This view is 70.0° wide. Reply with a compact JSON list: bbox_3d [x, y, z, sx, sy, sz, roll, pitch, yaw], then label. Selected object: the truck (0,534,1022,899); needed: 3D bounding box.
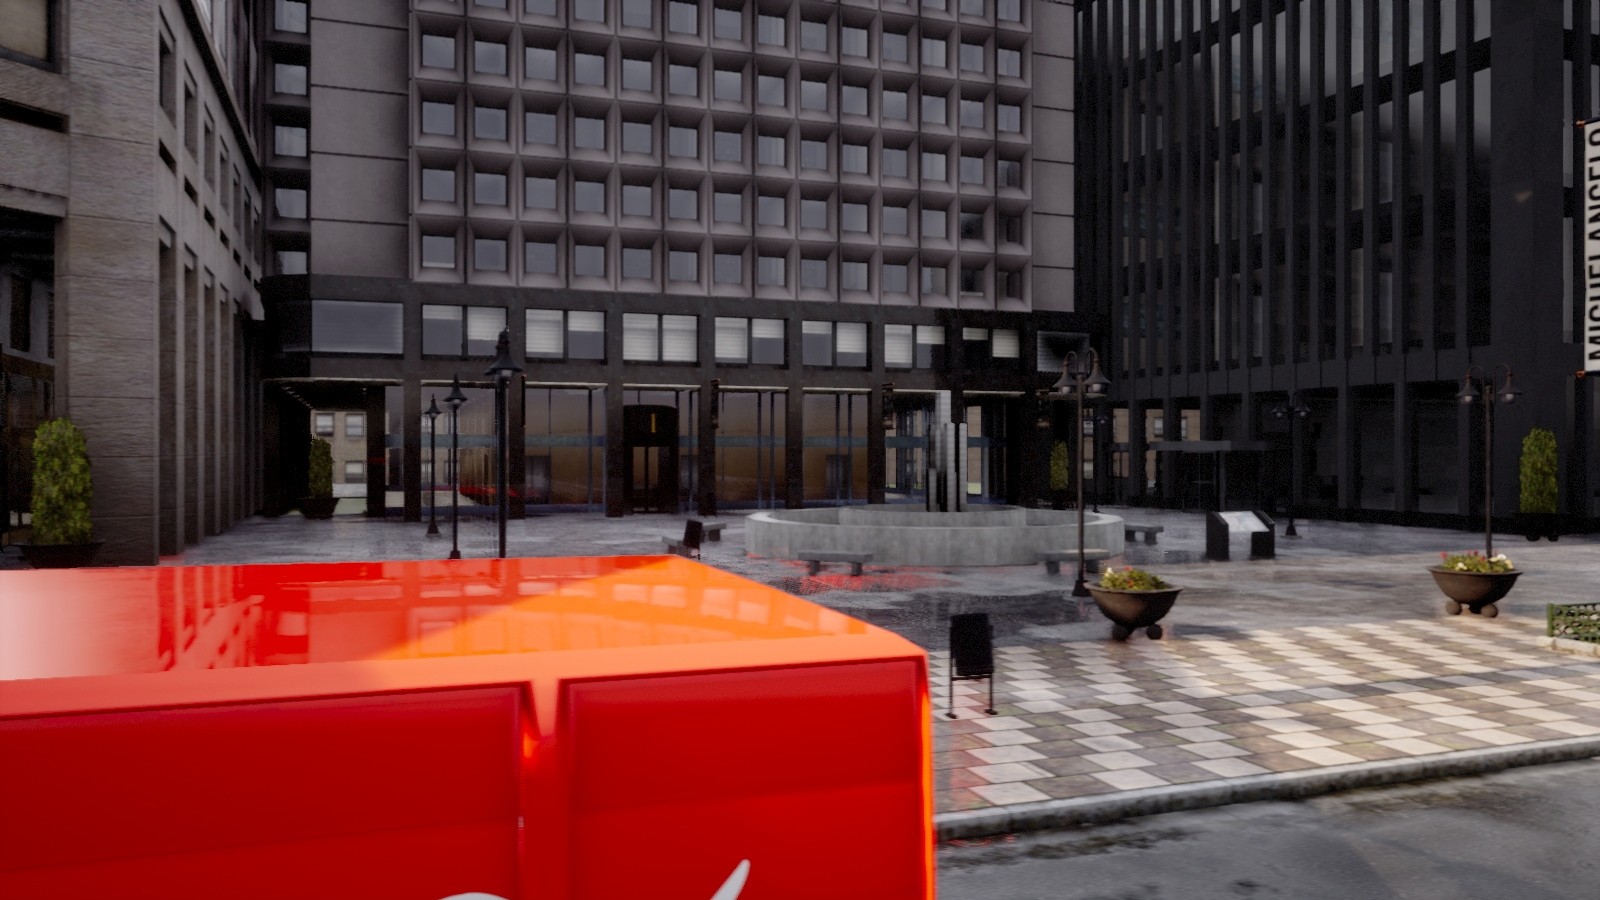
[{"bbox_3d":[-2.497,1.568,2.390,5.204,2.467,2.627,0,0,-20],"label":"truck"}]
